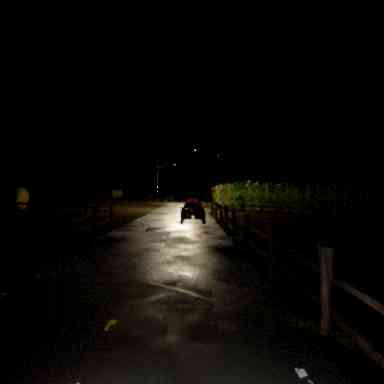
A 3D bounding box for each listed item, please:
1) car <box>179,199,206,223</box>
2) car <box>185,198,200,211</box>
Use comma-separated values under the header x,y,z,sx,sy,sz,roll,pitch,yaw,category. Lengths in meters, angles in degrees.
x,y,z,sx,sy,sz,roll,pitch,yaw,category
0.066,1.550,25.905,1.837,1.490,4.892,0,0,0,car
0.045,1.568,42.284,1.812,1.442,4.674,0,0,0,car
